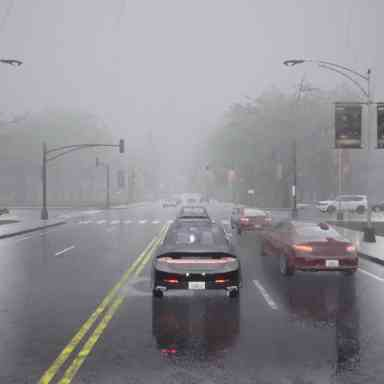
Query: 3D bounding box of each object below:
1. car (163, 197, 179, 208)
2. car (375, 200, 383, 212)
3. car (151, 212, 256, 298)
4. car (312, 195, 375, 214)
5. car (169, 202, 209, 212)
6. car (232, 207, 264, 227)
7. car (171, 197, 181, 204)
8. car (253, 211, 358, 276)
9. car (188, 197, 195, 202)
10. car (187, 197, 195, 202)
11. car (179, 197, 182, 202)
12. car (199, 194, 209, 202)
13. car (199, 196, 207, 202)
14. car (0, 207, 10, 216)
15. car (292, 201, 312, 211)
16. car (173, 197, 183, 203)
[{"bbox_3d":[-3.448,1.760,52.051,1.895,1.301,4.718,0,0,0],"label":"car"},{"bbox_3d":[23.915,1.695,40.919,5.008,1.535,1.882,0,0,0],"label":"car"},{"bbox_3d":[0.083,1.496,8.498,2.128,1.511,4.902,0,0,0],"label":"car"},{"bbox_3d":[17.031,1.399,37.607,5.566,2.045,2.150,0,0,-1],"label":"car"},{"bbox_3d":[0.065,1.517,17.906,2.128,1.511,4.902,0,0,0],"label":"car"},{"bbox_3d":[3.322,1.555,19.027,1.812,1.442,4.674,0,0,1],"label":"car"},{"bbox_3d":[-3.395,1.850,71.314,1.994,1.385,4.181,0,-1,0],"label":"car"},{"bbox_3d":[3.326,1.533,10.219,1.812,1.442,4.674,0,0,0],"label":"car"},{"bbox_3d":[-0.189,1.965,92.995,1.994,1.385,4.181,0,-1,0],"label":"car"},{"bbox_3d":[-0.166,1.893,82.541,1.882,1.535,5.008,0,-1,0],"label":"car"},{"bbox_3d":[-3.440,1.705,61.404,2.128,1.511,4.902,0,0,0],"label":"car"},{"bbox_3d":[3.084,1.642,82.614,2.150,2.045,5.566,0,-1,0],"label":"car"},{"bbox_3d":[3.061,1.952,93.002,2.033,1.411,5.357,0,-1,0],"label":"car"},{"bbox_3d":[-19.815,1.551,30.550,5.357,1.411,2.033,0,0,-1],"label":"car"},{"bbox_3d":[14.784,1.772,40.829,4.718,1.301,1.895,0,0,0],"label":"car"},{"bbox_3d":[-3.416,1.945,81.791,2.033,1.411,5.357,0,-1,0],"label":"car"}]
